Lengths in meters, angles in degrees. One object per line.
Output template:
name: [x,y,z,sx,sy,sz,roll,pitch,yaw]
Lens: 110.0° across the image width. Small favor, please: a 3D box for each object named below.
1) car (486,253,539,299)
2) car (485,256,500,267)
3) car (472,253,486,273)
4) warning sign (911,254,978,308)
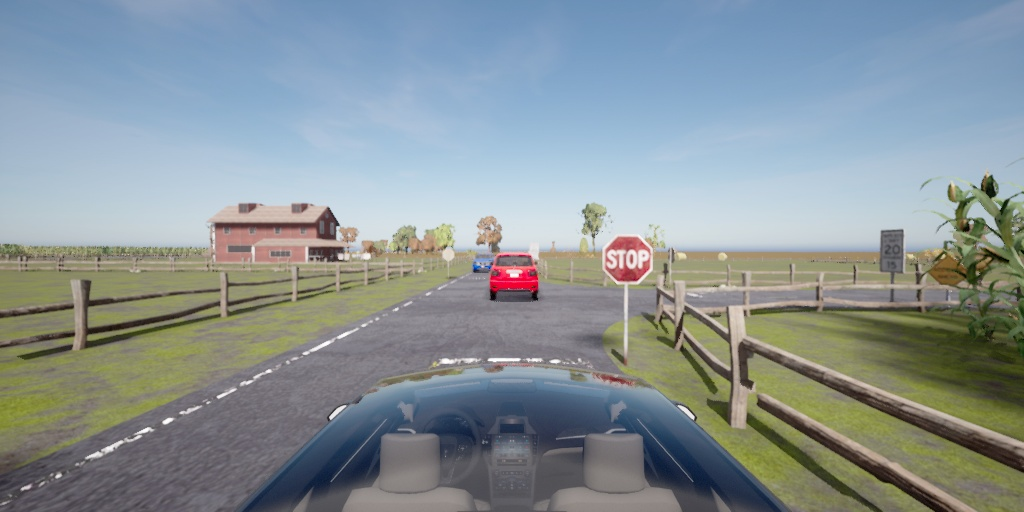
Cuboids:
car: [0.089,0.861,17.546,2.150,2.045,5.566,0,1,0]
car: [-2.870,0.800,53.617,1.882,1.535,5.008,0,1,1]
car: [-2.873,0.682,37.750,2.150,2.045,5.566,0,1,0]
warning sign: [15.858,0.883,13.039,1.060,1.860,1.300,0,0,0]
